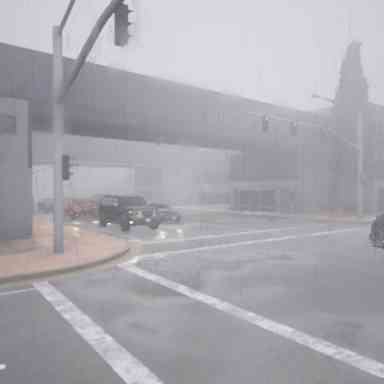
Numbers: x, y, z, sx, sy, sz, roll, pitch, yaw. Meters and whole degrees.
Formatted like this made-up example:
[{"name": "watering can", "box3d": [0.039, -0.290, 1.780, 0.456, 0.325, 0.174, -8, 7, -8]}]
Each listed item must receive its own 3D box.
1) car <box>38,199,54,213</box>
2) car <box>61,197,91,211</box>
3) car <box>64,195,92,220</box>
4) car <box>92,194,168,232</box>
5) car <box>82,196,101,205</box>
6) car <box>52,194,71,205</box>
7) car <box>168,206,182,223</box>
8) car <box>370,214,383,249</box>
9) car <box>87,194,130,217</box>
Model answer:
[{"name": "car", "box3d": [-15.521, 1.465, 36.488, 1.882, 1.535, 5.008, 0, 0, -36]}, {"name": "car", "box3d": [-14.224, 1.467, 40.684, 2.128, 1.511, 4.902, 0, 0, -36]}, {"name": "car", "box3d": [-9.590, 1.334, 28.235, 2.097, 1.767, 4.553, 0, 0, -36]}, {"name": "car", "box3d": [-4.000, 1.199, 20.471, 2.150, 2.045, 5.566, 0, 0, -36]}, {"name": "car", "box3d": [-17.512, 1.461, 57.633, 1.837, 1.490, 4.892, 0, 0, -34]}, {"name": "car", "box3d": [-23.240, 1.325, 59.275, 2.097, 1.767, 4.553, 0, 0, -36]}, {"name": "car", "box3d": [-2.591, 1.490, 24.508, 1.812, 1.442, 4.674, 0, 0, -36]}, {"name": "car", "box3d": [7.923, 1.174, 10.929, 2.150, 2.045, 5.566, 1, 0, 9]}, {"name": "car", "box3d": [-8.262, 1.191, 32.384, 2.150, 2.045, 5.566, 0, 0, -36]}]
